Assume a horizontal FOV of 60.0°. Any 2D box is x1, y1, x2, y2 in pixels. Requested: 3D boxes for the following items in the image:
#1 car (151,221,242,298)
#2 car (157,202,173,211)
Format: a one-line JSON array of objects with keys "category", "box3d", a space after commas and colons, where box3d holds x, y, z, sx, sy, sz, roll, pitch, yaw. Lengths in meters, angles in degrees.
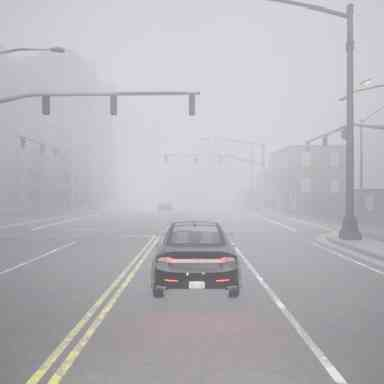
[{"category": "car", "box3d": [0.073, 1.491, 8.525, 2.128, 1.511, 4.902, 0, 0, 0]}, {"category": "car", "box3d": [-3.608, 2.055, 45.461, 1.994, 1.385, 4.181, 0, -4, 0]}]
